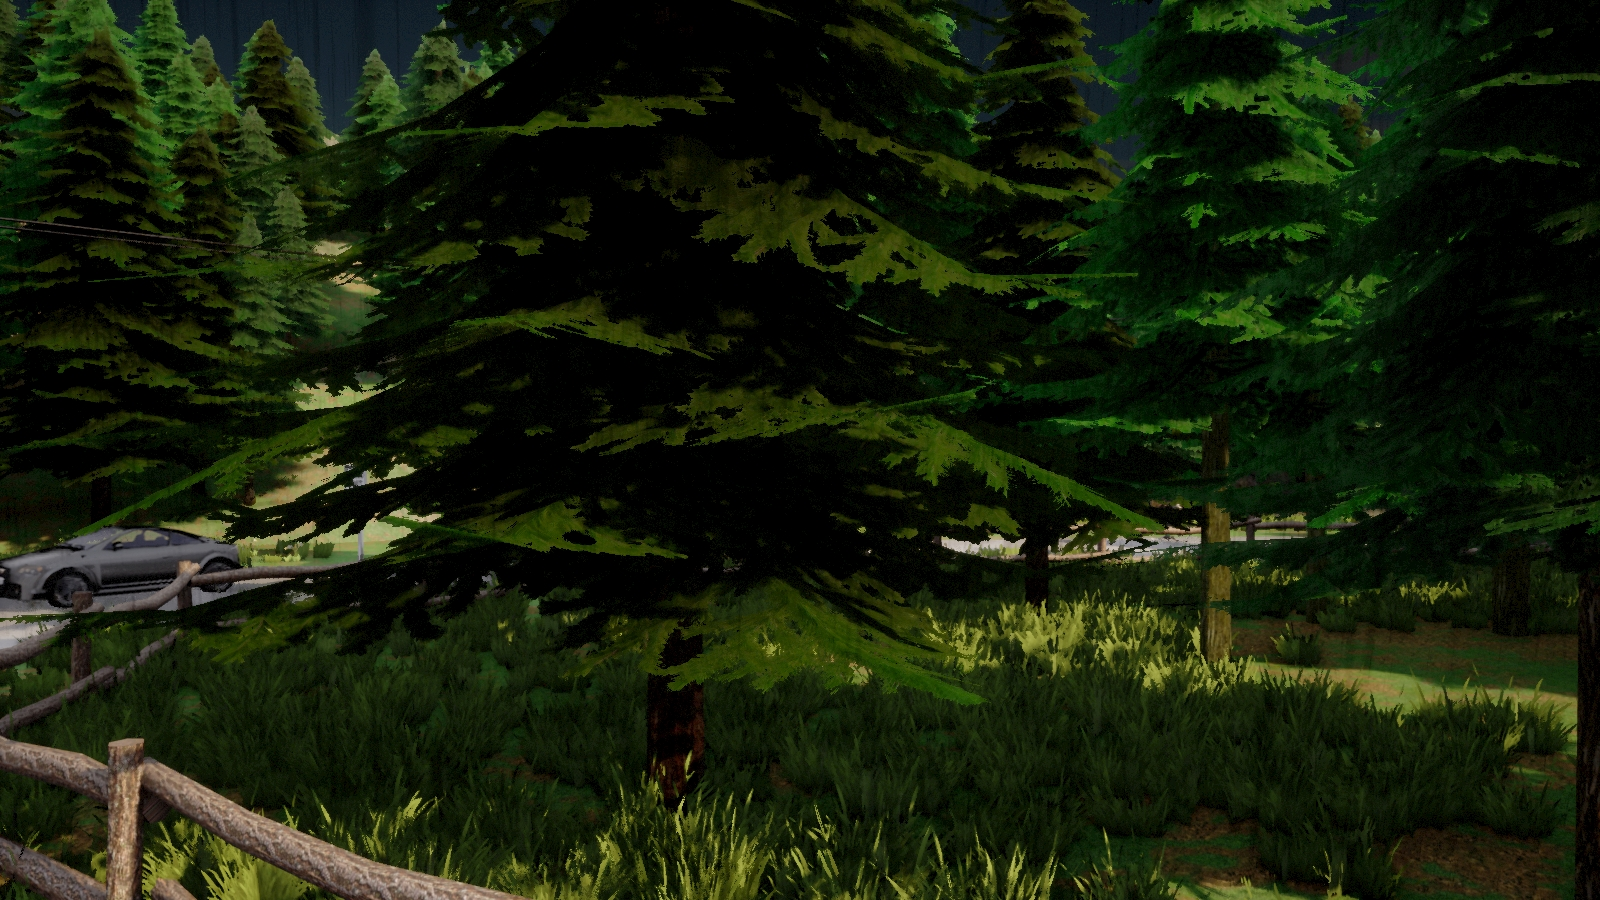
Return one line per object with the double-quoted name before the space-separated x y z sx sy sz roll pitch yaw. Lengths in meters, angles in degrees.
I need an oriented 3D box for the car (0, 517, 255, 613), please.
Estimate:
"car" -13.043 2.119 21.947 1.994 1.385 4.181 0 0 37
